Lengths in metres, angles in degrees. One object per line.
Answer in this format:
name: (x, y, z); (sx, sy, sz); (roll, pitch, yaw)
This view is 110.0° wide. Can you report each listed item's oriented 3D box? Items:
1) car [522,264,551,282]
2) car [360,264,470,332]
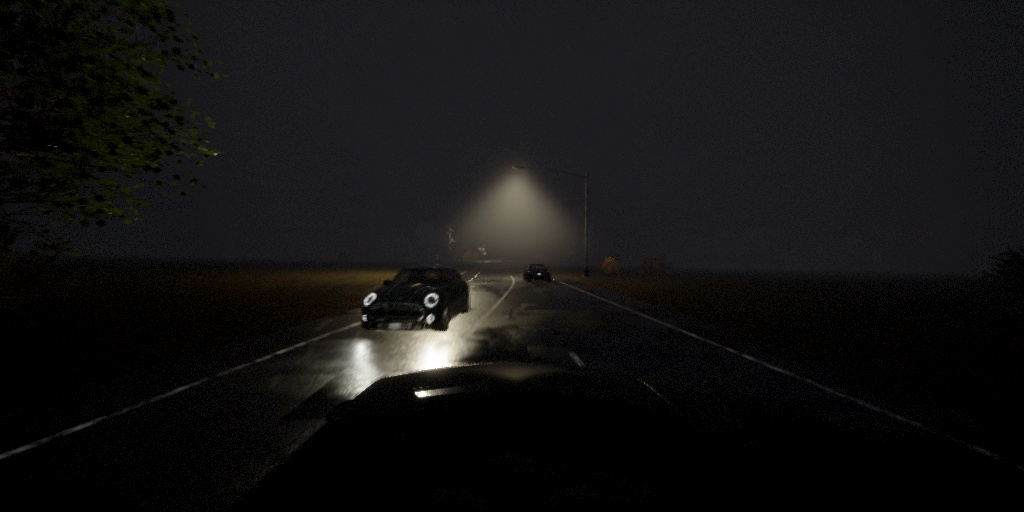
car: (1.974, 1.338, 29.264); (1.994, 1.385, 4.181); (0, 0, -3)
car: (-2.638, 1.082, 10.800); (2.097, 1.767, 4.553); (0, 0, 4)
